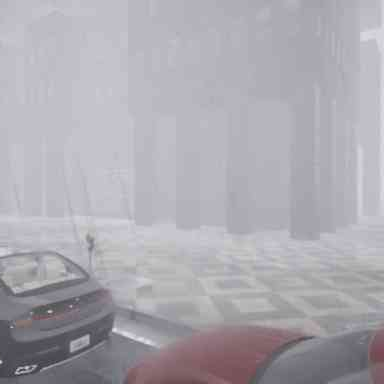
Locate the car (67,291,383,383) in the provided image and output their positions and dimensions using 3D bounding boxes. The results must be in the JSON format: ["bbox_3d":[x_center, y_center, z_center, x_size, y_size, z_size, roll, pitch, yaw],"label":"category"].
[{"bbox_3d":[1.483,1.546,1.906,4.507,1.381,1.887,0,0,35],"label":"car"}]

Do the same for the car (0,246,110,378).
[{"bbox_3d":[-3.087,1.526,5.164,4.403,1.369,2.008,0,0,35],"label":"car"}]
